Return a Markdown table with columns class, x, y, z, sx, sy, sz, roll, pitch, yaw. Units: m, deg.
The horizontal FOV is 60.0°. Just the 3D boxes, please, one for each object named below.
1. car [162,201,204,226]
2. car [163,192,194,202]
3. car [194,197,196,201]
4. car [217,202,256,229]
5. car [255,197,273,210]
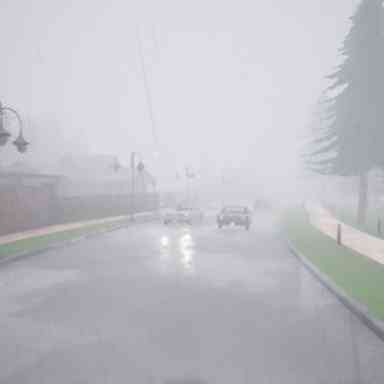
| class | x | y | z | sx | sy | sz | roll | pitch | yaw |
| --- | --- | --- | --- | --- | --- | --- | --- | --- | --- |
| car | -0.531 | 1.507 | 23.020 | 1.895 | 1.301 | 4.718 | 0 | 0 | 14 |
| car | -2.219 | 0.979 | 47.319 | 3.866 | 1.878 | 1.905 | 0 | 0 | 18 |
| car | -1.807 | 0.969 | 49.829 | 4.605 | 1.855 | 1.932 | 0 | 0 | 18 |
| car | 2.841 | 1.528 | 21.223 | 1.895 | 1.301 | 4.718 | 0 | 0 | 13 |
| car | 8.528 | 1.382 | 39.831 | 1.837 | 1.490 | 4.892 | 0 | 0 | 18 |
